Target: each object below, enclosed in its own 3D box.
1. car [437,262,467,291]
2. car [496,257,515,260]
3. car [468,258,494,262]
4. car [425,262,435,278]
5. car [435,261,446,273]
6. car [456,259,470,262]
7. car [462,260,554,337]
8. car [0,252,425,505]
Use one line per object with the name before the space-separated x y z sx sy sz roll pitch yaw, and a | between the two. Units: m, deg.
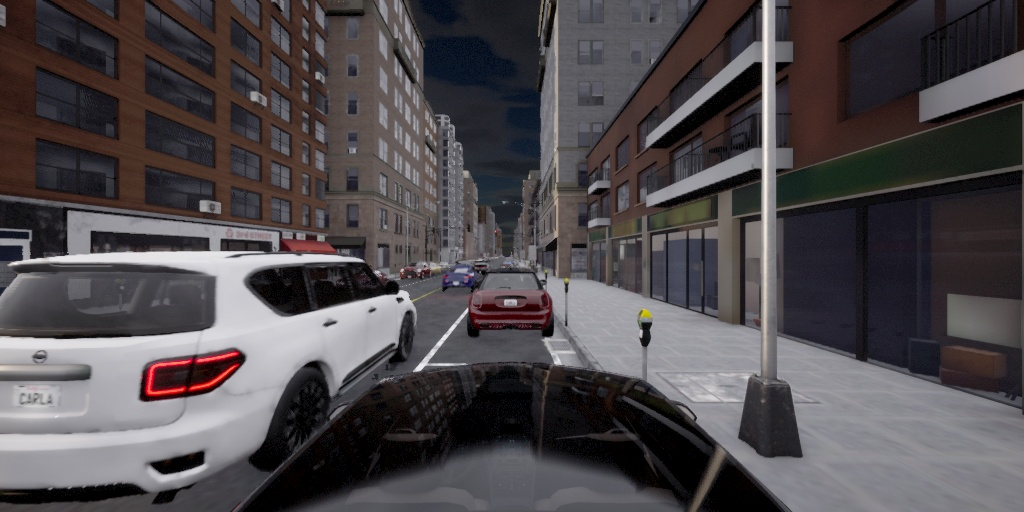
car | -2.970 1.275 21.461 1.812 1.442 4.674 0 0 0
car | -0.383 1.190 36.951 1.967 1.591 4.097 0 0 0
car | -2.975 1.256 35.868 1.837 1.490 4.892 0 0 1
car | -8.408 1.190 31.425 1.967 1.591 4.097 0 0 0
car | -8.408 1.275 36.773 1.751 1.417 4.829 0 0 0
car | -5.818 1.256 41.563 1.837 1.490 4.892 0 0 1
car | -0.033 1.103 10.470 2.097 1.767 4.553 0 0 0
car | -3.020 0.973 4.964 2.150 2.045 5.566 0 0 0
